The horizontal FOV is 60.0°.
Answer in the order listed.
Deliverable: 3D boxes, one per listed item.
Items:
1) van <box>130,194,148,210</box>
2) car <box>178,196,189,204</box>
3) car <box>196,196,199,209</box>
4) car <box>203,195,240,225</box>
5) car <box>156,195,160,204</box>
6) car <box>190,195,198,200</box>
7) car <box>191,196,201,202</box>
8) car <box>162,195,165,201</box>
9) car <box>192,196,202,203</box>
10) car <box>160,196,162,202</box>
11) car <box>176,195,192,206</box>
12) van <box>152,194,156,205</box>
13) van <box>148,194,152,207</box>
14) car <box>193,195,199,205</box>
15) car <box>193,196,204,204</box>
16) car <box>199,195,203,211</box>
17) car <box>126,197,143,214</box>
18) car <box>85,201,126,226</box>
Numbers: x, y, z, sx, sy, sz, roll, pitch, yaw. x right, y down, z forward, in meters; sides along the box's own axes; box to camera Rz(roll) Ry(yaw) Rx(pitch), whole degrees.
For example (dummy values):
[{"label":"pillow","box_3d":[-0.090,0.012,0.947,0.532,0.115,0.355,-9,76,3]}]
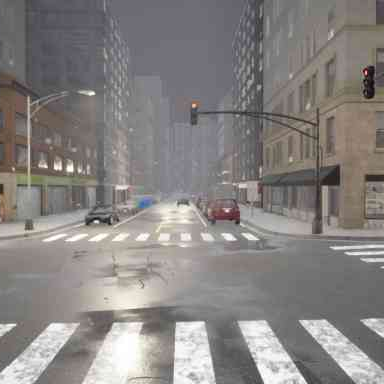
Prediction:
[{"label":"van","box_3d":[-6.754,1.346,40.571,1.690,1.788,3.998,-1,0,-2]},{"label":"car","box_3d":[-1.706,1.544,63.816,2.033,1.411,5.357,0,0,-2]},{"label":"car","box_3d":[1.769,1.530,40.973,1.752,1.417,4.829,-1,0,-2]},{"label":"car","box_3d":[2.224,1.319,24.052,2.192,1.841,5.009,-1,0,-2]},{"label":"car","box_3d":[-7.211,1.315,57.323,2.192,1.841,5.009,-1,0,-2]},{"label":"car","box_3d":[0.419,1.529,91.058,2.008,1.369,4.403,-1,0,-2]},{"label":"car","box_3d":[0.871,1.542,74.307,2.008,1.369,4.403,-1,0,-2]},{"label":"car","box_3d":[-7.665,1.432,74.074,1.967,1.590,4.097,-1,0,-2]},{"label":"car","box_3d":[1.021,1.560,68.723,1.947,1.339,4.313,-1,0,-2]},{"label":"car","box_3d":[-7.361,1.437,62.907,1.967,1.590,4.097,-1,0,-2]},{"label":"car","box_3d":[-1.422,1.506,53.398,1.837,1.490,4.892,0,0,-2]},{"label":"van","box_3d":[-7.058,1.343,51.739,1.690,1.788,3.998,-1,0,-2]},{"label":"van","box_3d":[-6.907,1.345,46.156,1.690,1.788,3.998,-1,0,-2]},{"label":"car","box_3d":[1.621,1.318,46.387,2.192,1.841,5.009,-1,0,-2]},{"label":"car","box_3d":[1.172,1.563,63.139,1.947,1.339,4.313,-1,0,-2]},{"label":"car","box_3d":[2.073,1.320,29.636,2.192,1.841,5.009,-1,0,-2]},{"label":"car","box_3d":[-6.596,1.531,34.818,1.752,1.417,4.829,-1,0,-2]},{"label":"car","box_3d":[-6.296,1.570,23.820,1.947,1.339,4.313,-1,0,-2]}]
